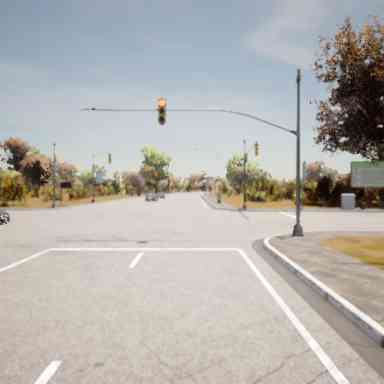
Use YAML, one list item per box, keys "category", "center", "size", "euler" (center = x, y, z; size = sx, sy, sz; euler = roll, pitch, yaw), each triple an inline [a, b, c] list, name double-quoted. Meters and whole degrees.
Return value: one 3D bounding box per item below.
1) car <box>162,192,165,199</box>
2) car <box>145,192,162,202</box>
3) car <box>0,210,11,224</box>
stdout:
- category: "car"
  center: [-6.981, 0.785, 73.307]
  size: [2.128, 1.511, 4.902]
  euler: [0, 1, 0]
- category: "car"
  center: [-7.044, 0.908, 57.855]
  size: [2.128, 1.511, 4.902]
  euler: [0, 1, 0]
- category: "car"
  center: [-13.871, 1.373, 20.685]
  size: [4.892, 1.490, 1.837]
  euler: [1, 1, 3]
